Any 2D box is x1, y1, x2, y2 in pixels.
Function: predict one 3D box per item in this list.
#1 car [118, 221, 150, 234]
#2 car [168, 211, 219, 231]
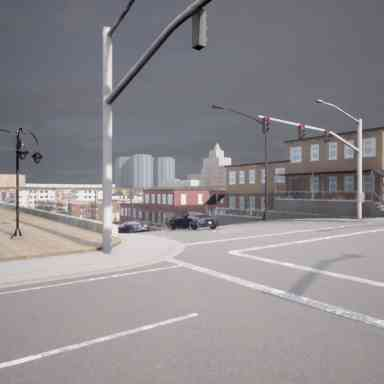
[{"bbox_3d":[-5.837,3.506,32.127,1.812,1.442,4.674,0,-12,-37],"label":"car"},{"bbox_3d":[0.031,2.054,24.150,1.994,1.385,4.181,0,-4,-36],"label":"car"}]
